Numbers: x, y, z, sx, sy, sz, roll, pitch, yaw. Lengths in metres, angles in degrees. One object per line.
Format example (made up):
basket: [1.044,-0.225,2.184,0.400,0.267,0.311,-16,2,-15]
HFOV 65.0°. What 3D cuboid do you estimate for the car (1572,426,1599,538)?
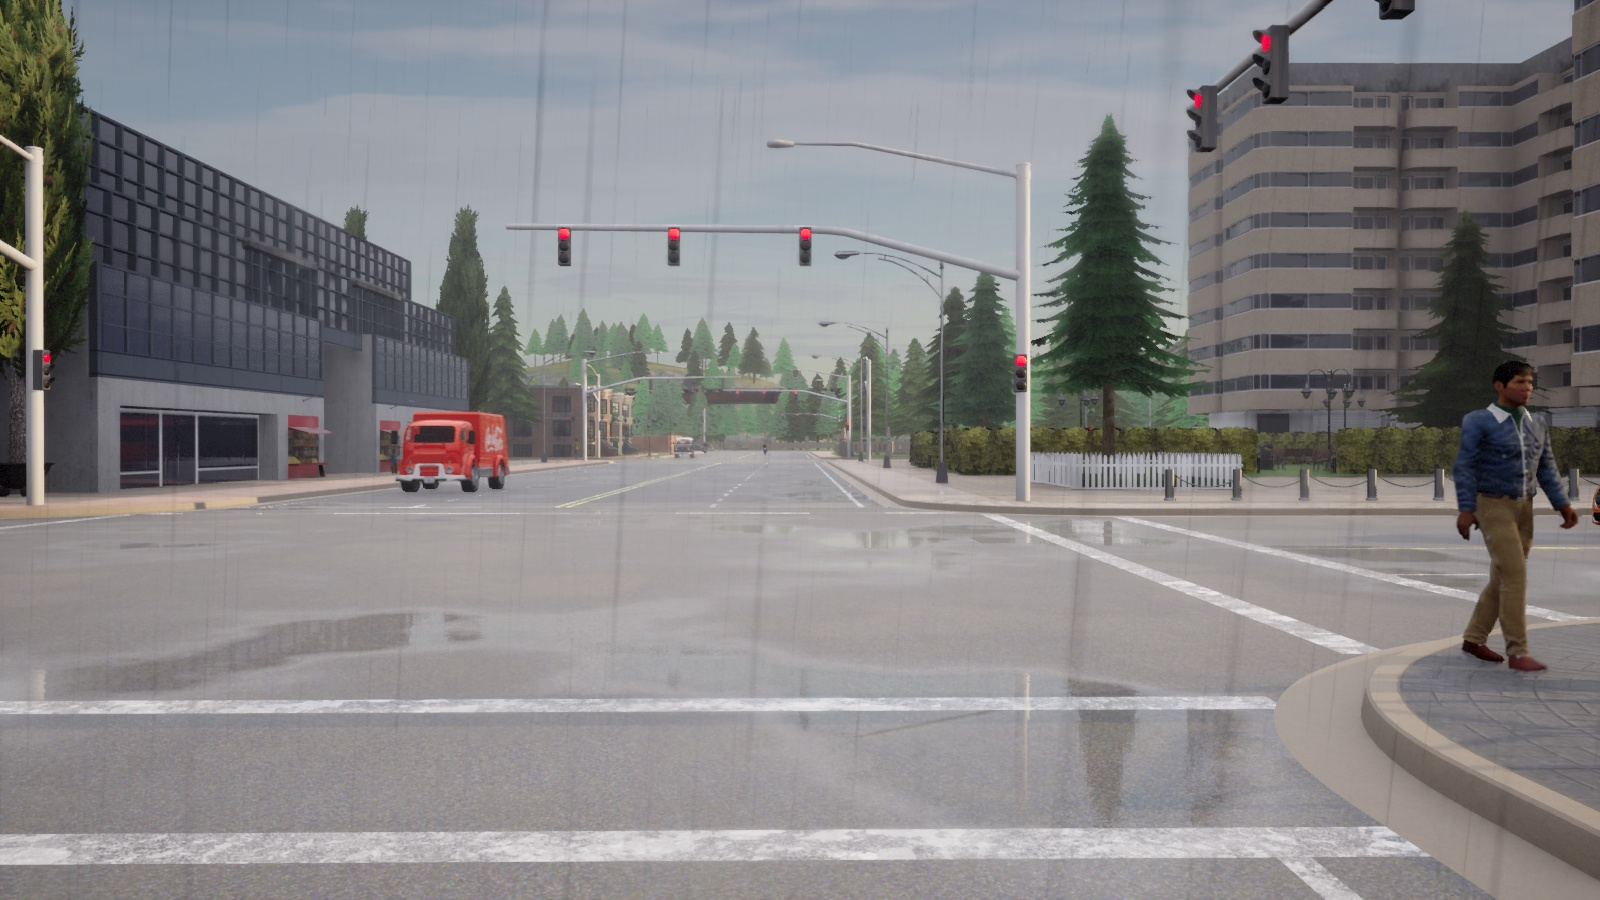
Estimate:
car: [14.889,0.507,19.479,4.553,1.767,2.097,0,0,0]

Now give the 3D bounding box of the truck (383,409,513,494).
truck: [-10.881,0.029,39.296,2.627,2.467,5.204,0,0,0]

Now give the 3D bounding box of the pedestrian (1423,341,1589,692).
pedestrian: [4.139,0.367,7.401,0.423,1.949,0.788,0,0,-13]
